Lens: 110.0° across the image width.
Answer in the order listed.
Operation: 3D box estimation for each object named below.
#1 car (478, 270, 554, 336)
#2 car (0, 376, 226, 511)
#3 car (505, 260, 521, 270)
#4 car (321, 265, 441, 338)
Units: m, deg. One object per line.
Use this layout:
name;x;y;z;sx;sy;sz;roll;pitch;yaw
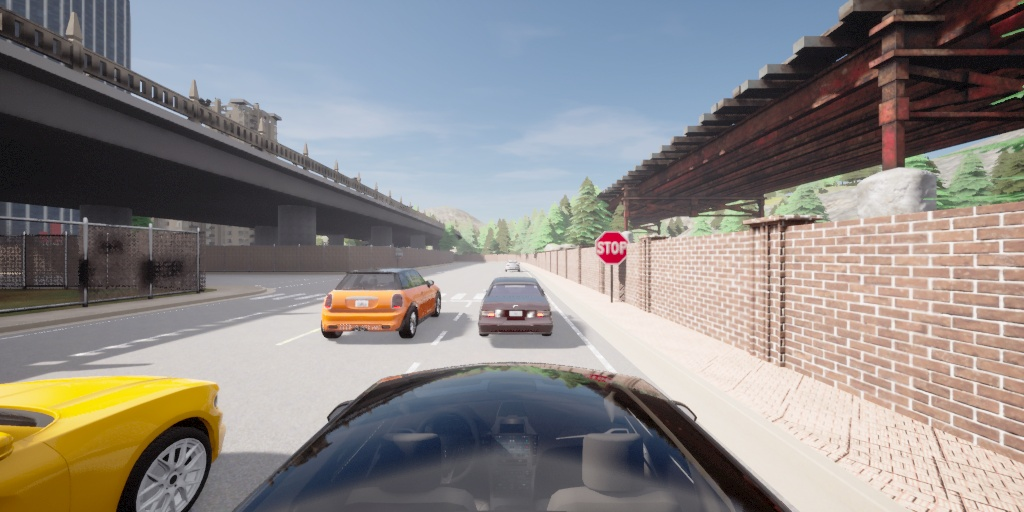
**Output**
car;0.082;1.297;10.304;2.033;1.411;5.357;0;0;0
car;-3.396;1.228;1.025;1.882;1.535;5.008;0;0;0
car;0.083;1.276;46.187;1.812;1.442;4.674;0;0;-1
car;-3.419;1.102;10.283;2.097;1.767;4.553;0;0;0
